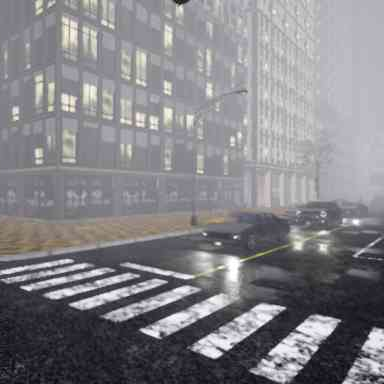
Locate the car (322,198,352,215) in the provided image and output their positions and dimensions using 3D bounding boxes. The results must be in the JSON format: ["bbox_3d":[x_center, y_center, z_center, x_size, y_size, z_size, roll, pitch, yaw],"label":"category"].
[{"bbox_3d":[15.410,1.454,35.308,1.967,1.590,4.097,0,0,38],"label":"car"}]

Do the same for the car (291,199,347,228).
[{"bbox_3d":[8.562,1.362,22.355,2.097,1.767,4.553,0,0,38],"label":"car"}]

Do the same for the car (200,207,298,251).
[{"bbox_3d":[2.586,1.551,14.594,2.033,1.411,5.357,0,0,38],"label":"car"}]

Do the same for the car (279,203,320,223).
[{"bbox_3d":[8.624,1.587,26.488,1.802,1.307,4.206,0,0,38],"label":"car"}]

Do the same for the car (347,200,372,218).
[{"bbox_3d":[14.611,1.582,30.206,1.994,1.385,4.181,0,0,38],"label":"car"}]

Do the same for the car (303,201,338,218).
[{"bbox_3d":[12.017,1.554,30.898,1.887,1.381,4.507,0,0,38],"label":"car"}]

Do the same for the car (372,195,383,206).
[{"bbox_3d":[32.373,1.365,57.357,2.192,1.841,5.009,0,0,38],"label":"car"}]

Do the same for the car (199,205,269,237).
[{"bbox_3d":[2.519,1.523,18.764,1.752,1.417,4.829,0,0,38],"label":"car"}]
